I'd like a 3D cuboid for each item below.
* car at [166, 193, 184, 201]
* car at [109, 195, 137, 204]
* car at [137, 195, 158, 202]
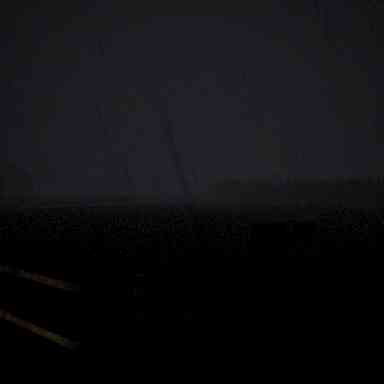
[{"bbox_3d":[-3.591,1.024,69.803,1.812,1.442,4.674,0,0,35],"label":"car"},{"bbox_3d":[-12.199,1.270,57.274,1.812,1.442,4.674,0,0,35],"label":"car"},{"bbox_3d":[-9.159,1.314,66.555,2.033,1.411,5.357,0,0,35],"label":"car"}]
